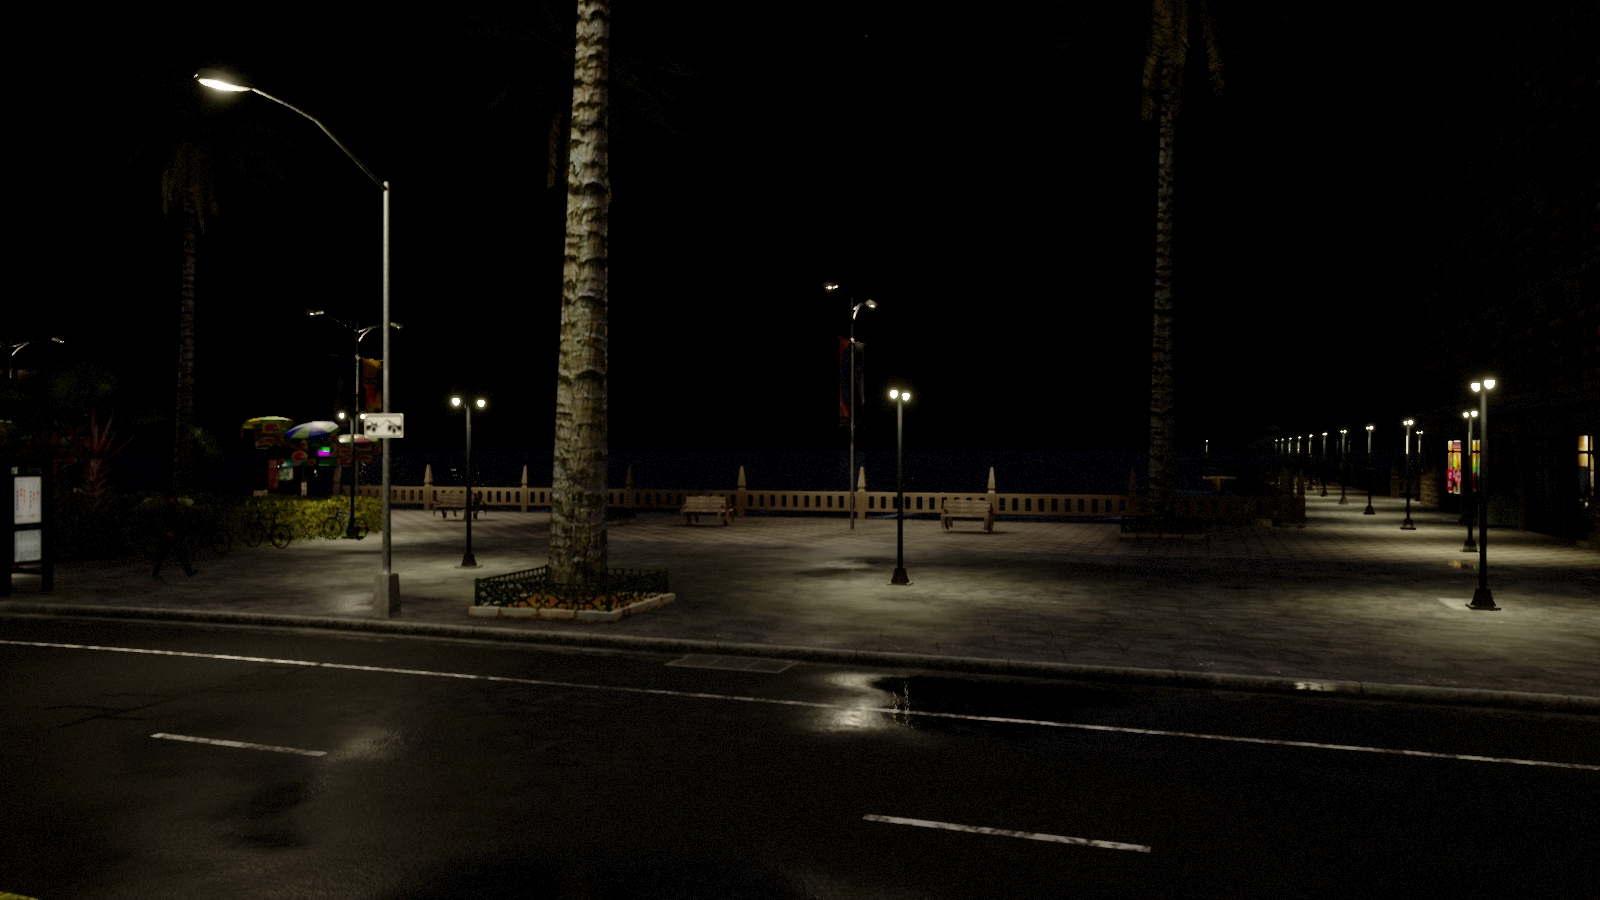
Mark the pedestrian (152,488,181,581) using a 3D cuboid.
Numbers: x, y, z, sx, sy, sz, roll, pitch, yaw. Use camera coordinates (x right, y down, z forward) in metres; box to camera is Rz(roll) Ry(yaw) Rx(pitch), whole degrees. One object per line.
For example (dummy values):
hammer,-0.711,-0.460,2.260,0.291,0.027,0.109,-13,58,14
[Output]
pedestrian,-12.898,1.706,23.266,0.375,1.860,0.375,0,0,13
